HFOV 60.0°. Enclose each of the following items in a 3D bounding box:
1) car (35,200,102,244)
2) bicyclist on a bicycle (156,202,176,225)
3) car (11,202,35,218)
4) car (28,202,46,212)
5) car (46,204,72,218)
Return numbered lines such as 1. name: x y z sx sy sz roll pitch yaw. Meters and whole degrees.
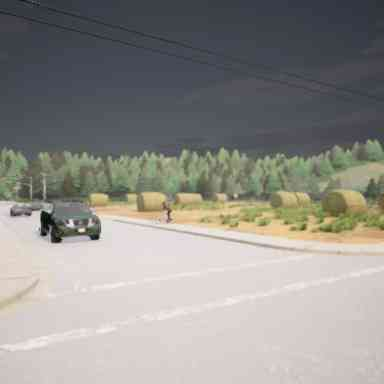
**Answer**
1. car: -6.551 1.440 17.599 2.150 2.045 5.566 0 -1 -33
2. bicyclist on a bicycle: -1.904 1.568 24.194 1.656 1.620 0.582 0 -1 -33
3. car: -19.175 2.062 37.235 2.033 1.411 5.357 0 -1 -32
4. car: -24.156 2.255 51.665 1.994 1.385 4.181 1 -2 -33
5. car: -15.055 2.059 37.565 1.994 1.385 4.181 0 -1 -33
